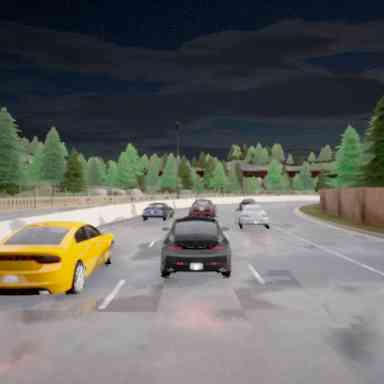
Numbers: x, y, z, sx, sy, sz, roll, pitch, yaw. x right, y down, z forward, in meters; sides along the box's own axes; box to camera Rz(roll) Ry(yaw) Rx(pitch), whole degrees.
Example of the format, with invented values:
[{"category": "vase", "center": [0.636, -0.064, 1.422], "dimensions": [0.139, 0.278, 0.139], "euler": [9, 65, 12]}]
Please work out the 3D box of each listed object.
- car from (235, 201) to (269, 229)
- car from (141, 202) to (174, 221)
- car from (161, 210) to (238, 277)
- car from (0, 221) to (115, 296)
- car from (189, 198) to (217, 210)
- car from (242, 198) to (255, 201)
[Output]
[{"category": "car", "center": [3.879, 1.539, 21.774], "dimensions": [1.812, 1.442, 4.674], "euler": [0, 0, 3]}, {"category": "car", "center": [-2.677, 1.560, 27.320], "dimensions": [2.033, 1.411, 5.357], "euler": [0, 0, 7]}, {"category": "car", "center": [0.109, 1.510, 10.276], "dimensions": [1.837, 1.490, 4.892], "euler": [0, 0, 0]}, {"category": "car", "center": [-3.393, 1.480, 8.714], "dimensions": [1.882, 1.535, 5.008], "euler": [0, 0, 0]}, {"category": "car", "center": [1.016, 1.367, 28.151], "dimensions": [2.097, 1.767, 4.553], "euler": [0, 0, 7]}, {"category": "car", "center": [6.720, 1.528, 39.164], "dimensions": [1.837, 1.490, 4.892], "euler": [0, 0, 15]}]
